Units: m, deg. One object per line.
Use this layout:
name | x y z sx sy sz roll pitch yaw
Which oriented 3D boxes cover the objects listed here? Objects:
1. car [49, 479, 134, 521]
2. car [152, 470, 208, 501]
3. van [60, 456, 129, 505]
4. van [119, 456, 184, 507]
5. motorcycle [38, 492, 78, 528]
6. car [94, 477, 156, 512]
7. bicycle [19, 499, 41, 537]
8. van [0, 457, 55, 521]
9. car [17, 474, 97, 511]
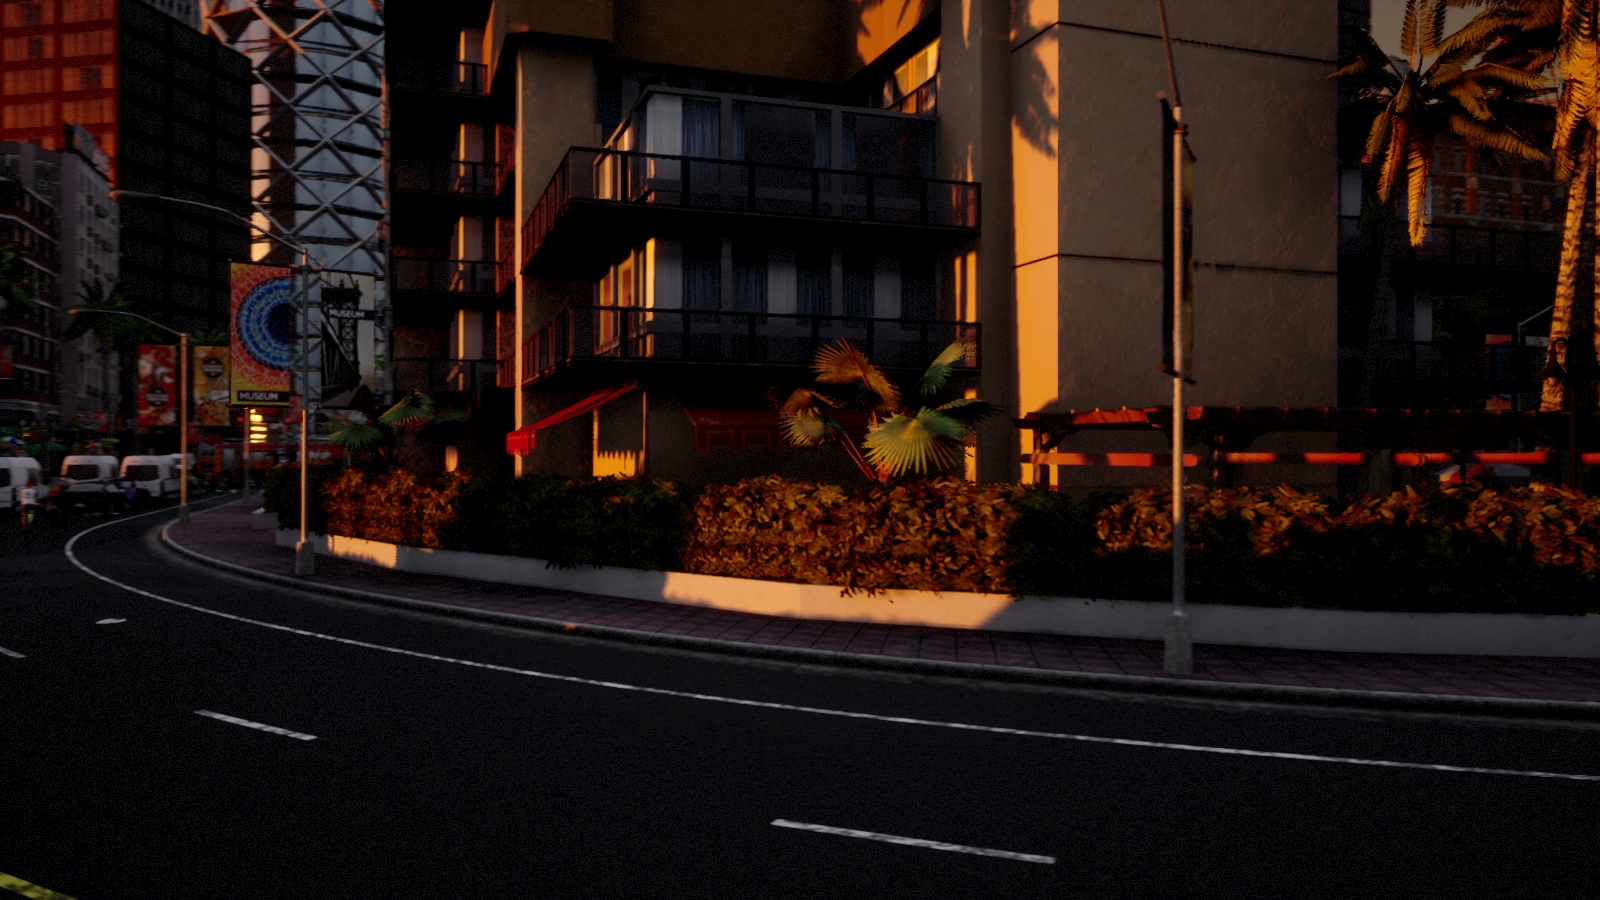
car | -29.960 2.081 48.452 2.097 1.535 5.006 0 0 -20
car | -36.465 2.050 67.338 2.097 1.638 5.238 0 0 -19
van | -38.756 1.595 62.889 1.988 2.561 5.915 0 0 -19
van | -34.188 1.594 60.394 1.988 2.561 5.915 0 0 -19
motorcycle | -27.932 2.246 43.027 0.867 1.251 2.209 0 0 -22
car | -32.054 2.091 54.346 1.845 1.501 3.633 0 0 -20
bicycle | -25.612 2.242 38.006 0.373 1.196 1.643 0 0 -26
van | -33.826 1.580 48.872 1.988 2.561 5.915 0 0 -20
car | -36.390 2.045 56.116 2.152 1.651 5.027 0 0 -19
